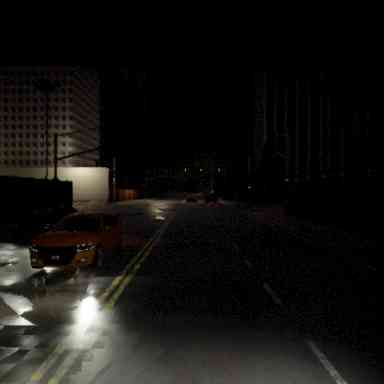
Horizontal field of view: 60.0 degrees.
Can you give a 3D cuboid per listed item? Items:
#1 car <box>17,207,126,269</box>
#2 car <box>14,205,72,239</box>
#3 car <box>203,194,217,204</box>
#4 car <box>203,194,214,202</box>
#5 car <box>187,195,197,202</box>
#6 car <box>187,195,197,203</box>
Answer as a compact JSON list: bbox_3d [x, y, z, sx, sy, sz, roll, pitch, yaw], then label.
[{"bbox_3d":[-3.554,1.442,11.185,1.882,1.535,5.008,0,0,1],"label":"car"},{"bbox_3d":[-7.002,1.425,16.787,1.882,1.535,5.008,0,0,0],"label":"car"},{"bbox_3d":[3.500,1.287,60.723,1.882,1.535,5.008,0,0,0],"label":"car"},{"bbox_3d":[3.500,1.263,71.203,2.128,1.511,4.902,0,0,0],"label":"car"},{"bbox_3d":[0.000,1.290,71.203,1.994,1.385,4.181,0,0,0],"label":"car"},{"bbox_3d":[0.000,1.409,61.170,1.895,1.301,4.718,0,0,0],"label":"car"}]
